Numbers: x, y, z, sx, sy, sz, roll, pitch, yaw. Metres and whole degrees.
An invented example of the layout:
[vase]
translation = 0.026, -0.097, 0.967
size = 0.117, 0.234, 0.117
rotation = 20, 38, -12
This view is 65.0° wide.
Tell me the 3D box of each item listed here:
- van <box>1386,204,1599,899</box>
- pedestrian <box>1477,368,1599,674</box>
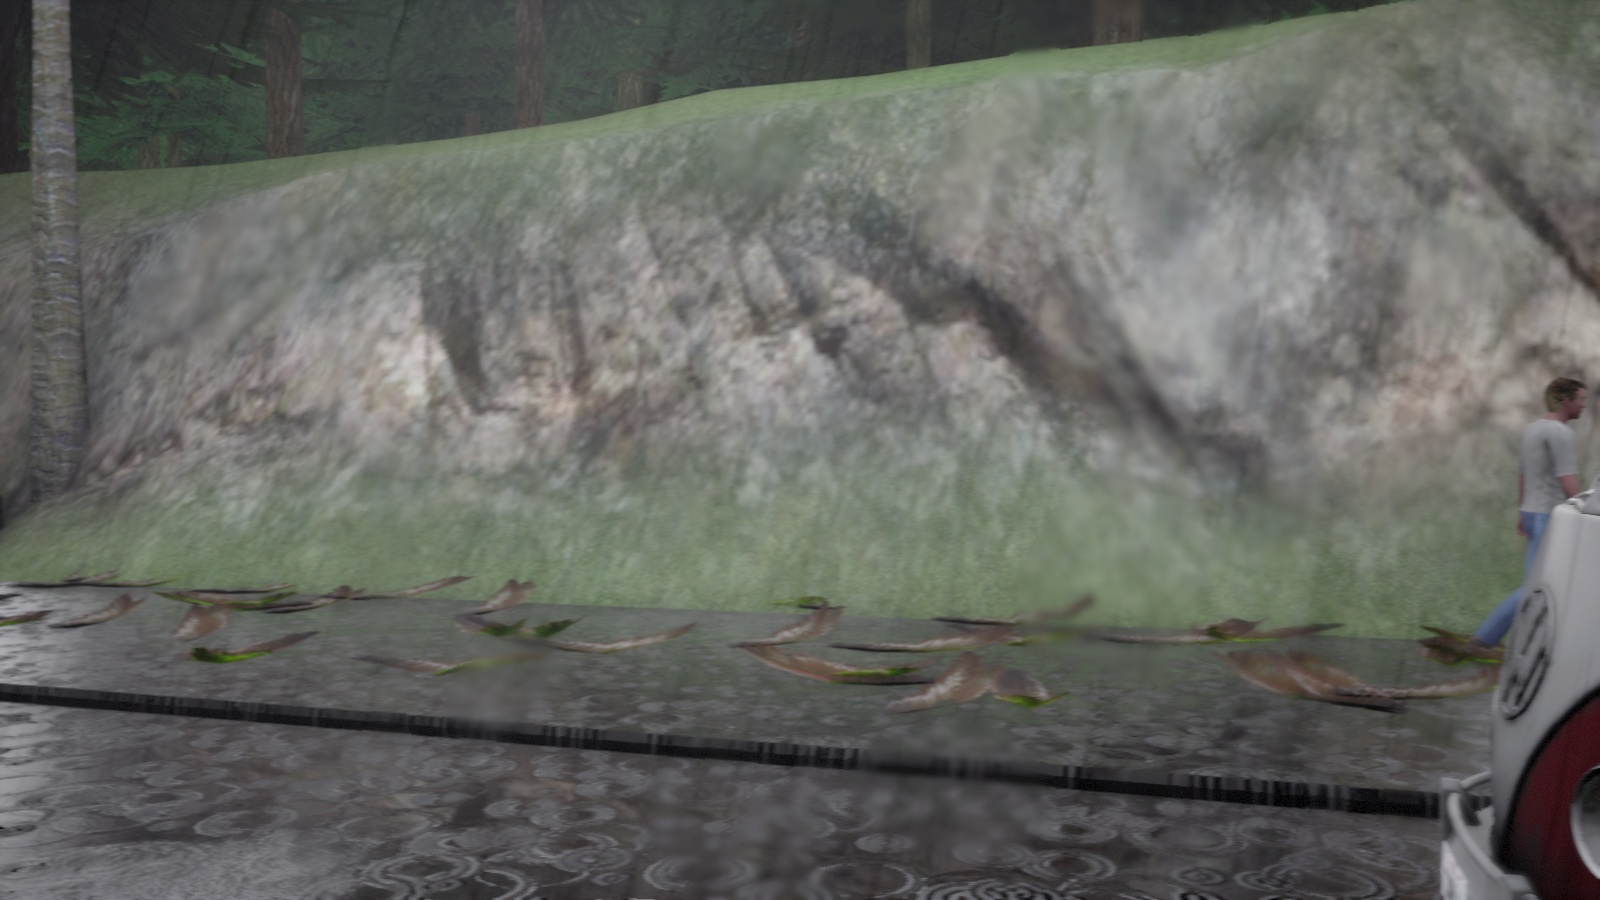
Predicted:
[van]
translation = 3.703, 0.547, 2.470
size = 4.442, 1.987, 1.775
rotation = 0, 1, 19
[pedestrian]
translation = 4.622, 0.424, 7.761
size = 0.706, 1.836, 0.354
rotation = 0, 1, 19
